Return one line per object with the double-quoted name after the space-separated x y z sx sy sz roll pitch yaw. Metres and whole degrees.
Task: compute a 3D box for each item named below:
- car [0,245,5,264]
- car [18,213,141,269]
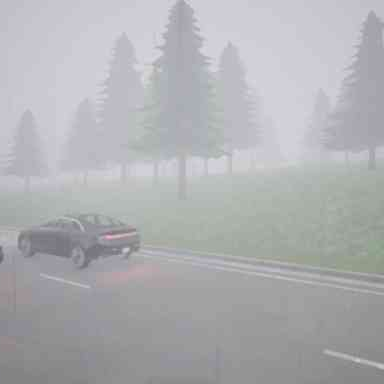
-7.155 1.558 9.072 4.718 1.301 1.895 0 0 36 "car"
-3.868 1.455 11.017 4.902 1.511 2.128 0 0 36 "car"
